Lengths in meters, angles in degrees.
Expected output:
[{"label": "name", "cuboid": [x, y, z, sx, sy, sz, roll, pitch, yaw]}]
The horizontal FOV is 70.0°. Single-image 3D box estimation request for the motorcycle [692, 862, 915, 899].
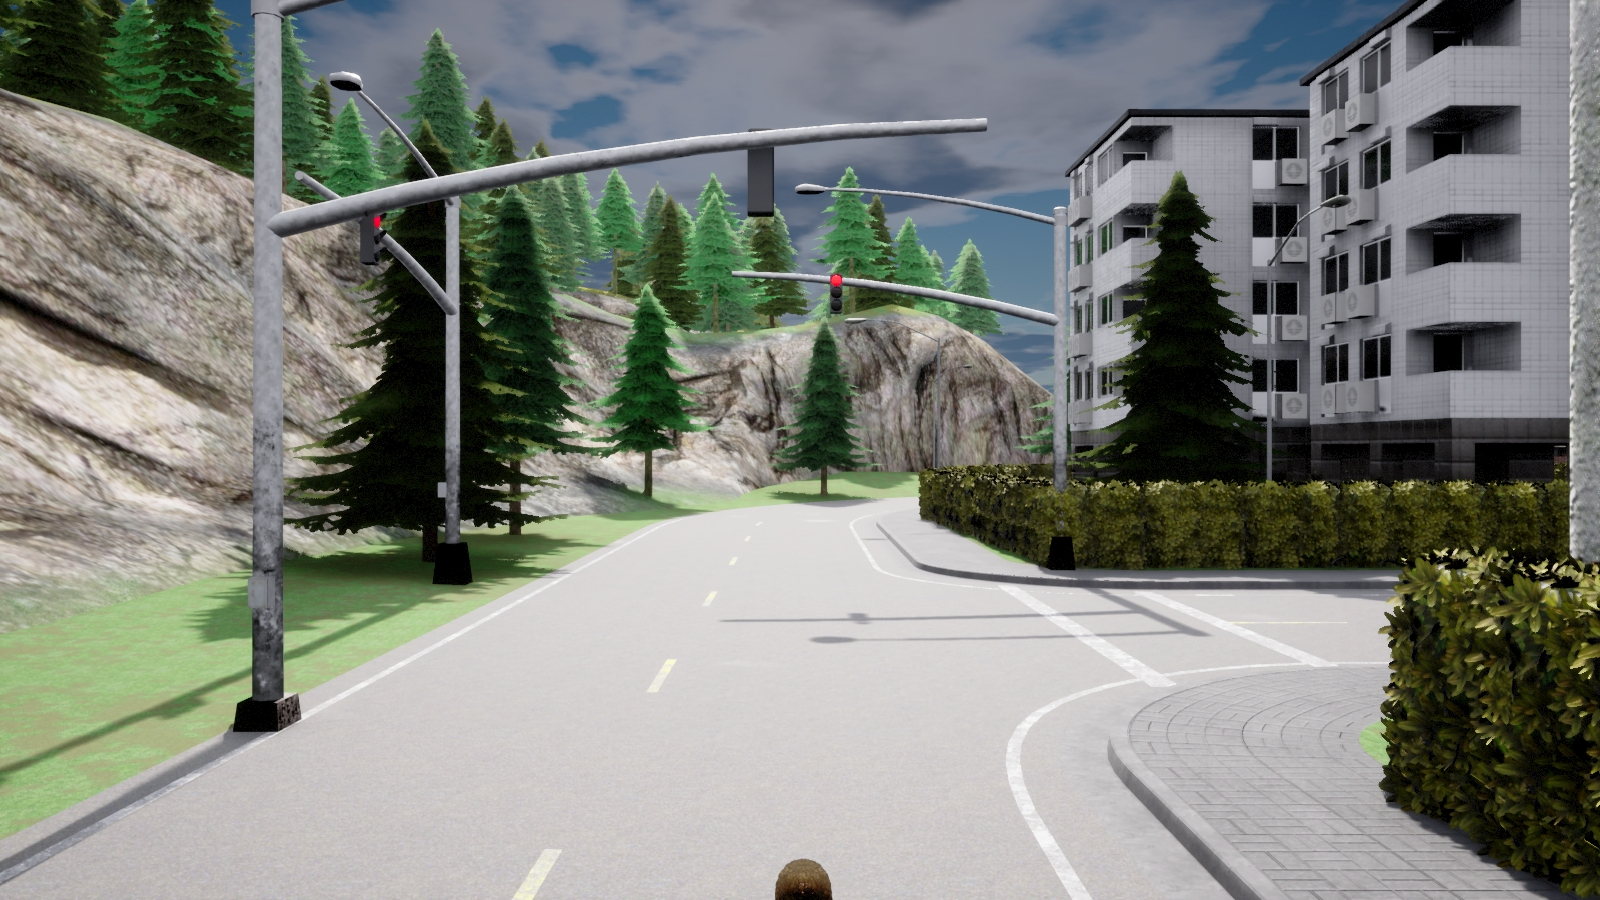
[{"label": "motorcycle", "cuboid": [0.010, 2.193, 3.477, 0.803, 1.145, 2.033, 0, 0, 0]}]
